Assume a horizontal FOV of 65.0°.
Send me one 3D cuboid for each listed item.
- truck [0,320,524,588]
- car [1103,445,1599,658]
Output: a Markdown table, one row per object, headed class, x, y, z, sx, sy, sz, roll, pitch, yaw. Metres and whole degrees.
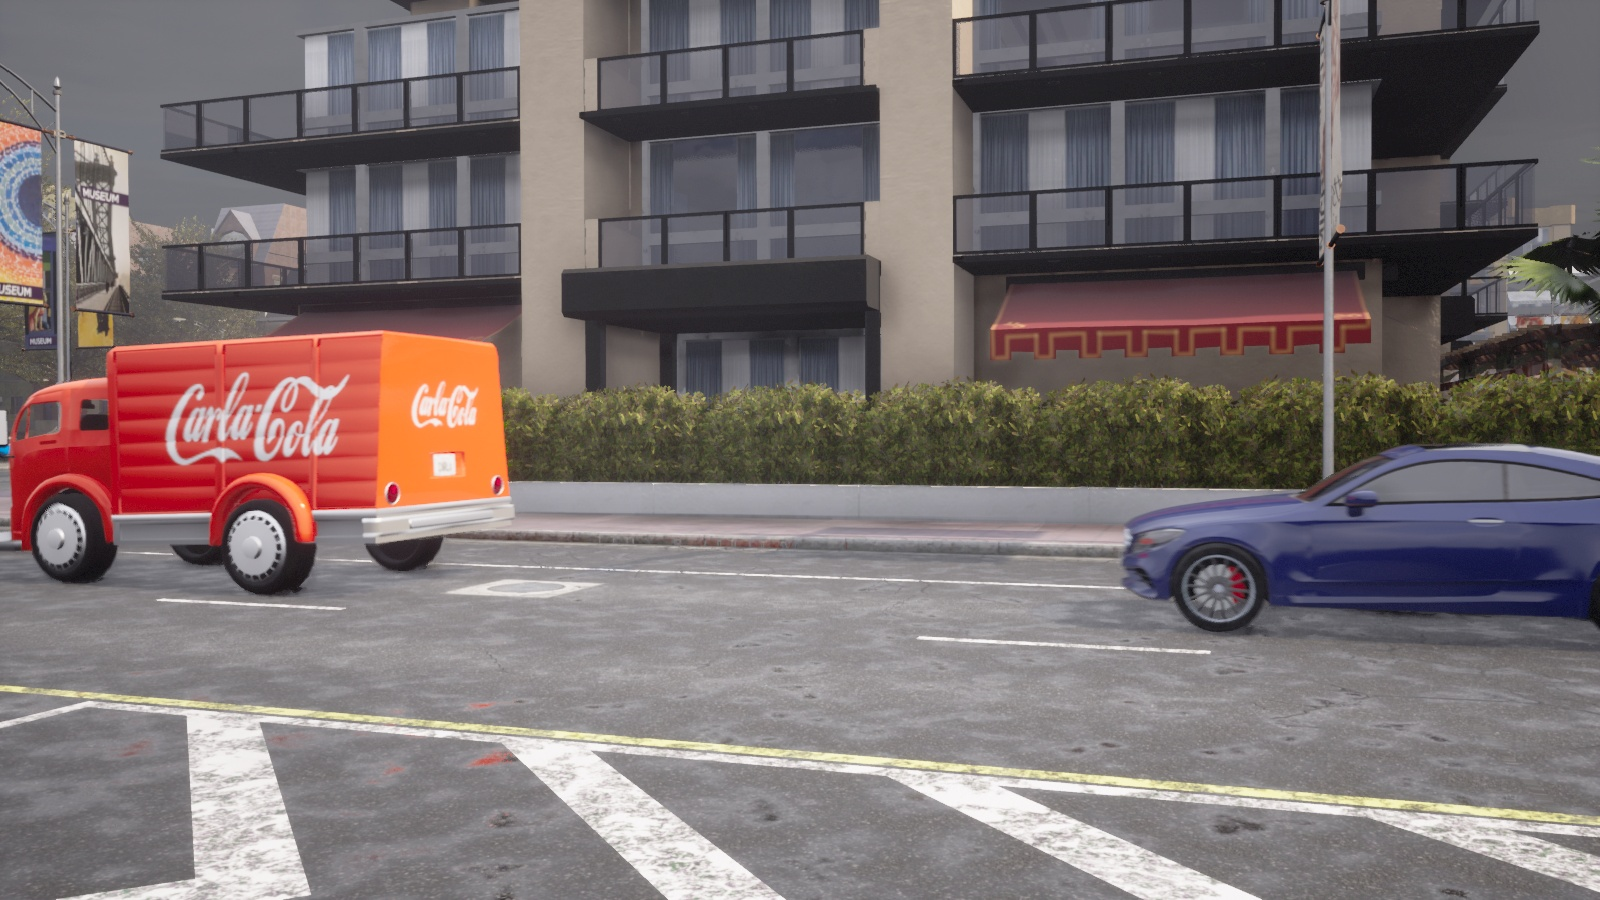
| class | x | y | z | sx | sy | sz | roll | pitch | yaw |
| --- | --- | --- | --- | --- | --- | --- | --- | --- | --- |
| truck | -5.999 | 0.076 | 13.615 | 5.204 | 2.467 | 2.627 | -1 | 0 | 19 |
| car | 4.884 | 0.711 | 9.960 | 4.674 | 1.442 | 1.812 | 1 | 1 | 19 |
